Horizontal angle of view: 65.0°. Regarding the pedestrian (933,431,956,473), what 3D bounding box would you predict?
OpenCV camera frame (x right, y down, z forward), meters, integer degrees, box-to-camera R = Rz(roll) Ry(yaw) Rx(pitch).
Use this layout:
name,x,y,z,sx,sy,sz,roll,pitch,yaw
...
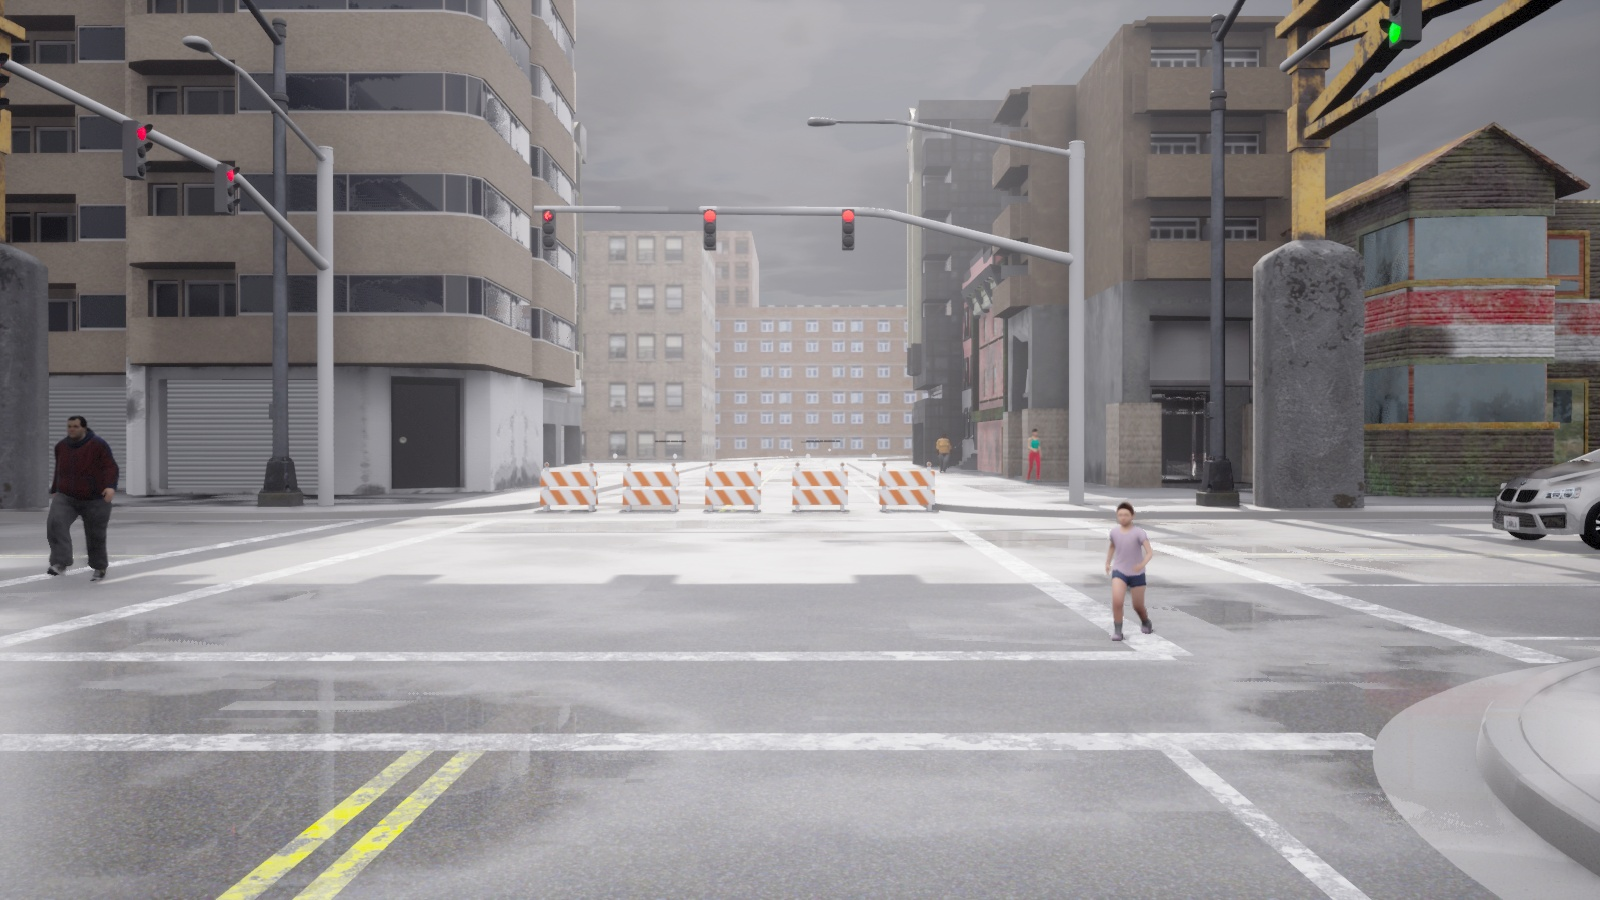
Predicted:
name,x,y,z,sx,sy,sz,roll,pitch,yaw
pedestrian,6.422,0.101,55.976,0.874,1.855,0.900,0,0,-4

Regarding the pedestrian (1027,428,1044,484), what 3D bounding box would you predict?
name,x,y,z,sx,sy,sz,roll,pitch,yaw
pedestrian,7.747,0.184,41.370,0.345,1.836,0.594,0,0,-13

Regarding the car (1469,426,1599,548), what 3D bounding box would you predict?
name,x,y,z,sx,sy,sz,roll,pitch,yaw
car,12.614,0.498,18.226,4.611,1.667,2.242,0,0,0

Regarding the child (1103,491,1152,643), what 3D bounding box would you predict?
name,x,y,z,sx,sy,sz,roll,pitch,yaw
child,2.486,0.872,9.527,0.255,1.110,0.394,0,0,31

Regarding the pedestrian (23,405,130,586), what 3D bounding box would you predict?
name,x,y,z,sx,sy,sz,roll,pitch,yaw
pedestrian,-7.634,0.464,13.287,0.634,1.844,0.899,0,0,-3
